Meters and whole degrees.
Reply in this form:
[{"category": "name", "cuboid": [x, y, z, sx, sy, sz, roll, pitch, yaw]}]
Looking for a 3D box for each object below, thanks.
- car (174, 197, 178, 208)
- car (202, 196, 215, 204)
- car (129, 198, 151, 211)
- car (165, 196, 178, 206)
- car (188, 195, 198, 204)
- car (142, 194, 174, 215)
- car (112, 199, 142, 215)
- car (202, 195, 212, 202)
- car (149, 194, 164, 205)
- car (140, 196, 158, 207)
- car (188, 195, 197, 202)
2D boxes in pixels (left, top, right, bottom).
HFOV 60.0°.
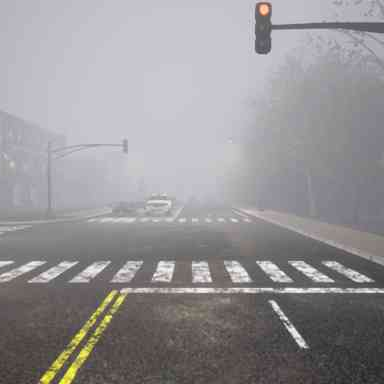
[{"category": "car", "cuboid": [-3.291, 1.586, 43.791, 1.895, 1.301, 4.718, 0, 0, 1]}, {"category": "car", "cuboid": [3.423, 1.576, 64.722, 1.895, 1.301, 4.718, 0, 0, 0]}, {"category": "car", "cuboid": [-6.537, 1.550, 42.070, 1.994, 1.385, 4.181, 0, 0, 1]}, {"category": "car", "cuboid": [-3.277, 1.485, 53.940, 1.837, 1.490, 4.892, 0, 0, 0]}, {"category": "car", "cuboid": [0.172, 1.467, 64.707, 2.128, 1.511, 4.902, 0, 0, 0]}, {"category": "car", "cuboid": [-3.304, 1.211, 33.735, 2.150, 2.045, 5.566, 0, 0, 0]}, {"category": "car", "cuboid": [-6.557, 1.590, 33.142, 1.895, 1.301, 4.718, 0, 0, 0]}, {"category": "car", "cuboid": [3.335, 1.510, 74.740, 2.033, 1.411, 5.357, 0, 0, 0]}, {"category": "car", "cuboid": [-6.493, 1.329, 61.178, 2.097, 1.767, 4.553, 0, 0, 0]}, {"category": "car", "cuboid": [-6.530, 1.473, 51.124, 2.128, 1.511, 4.902, 0, 0, 0]}, {"category": "car", "cuboid": [0.087, 1.447, 75.017, 1.882, 1.535, 5.008, 0, 0, 0]}]
